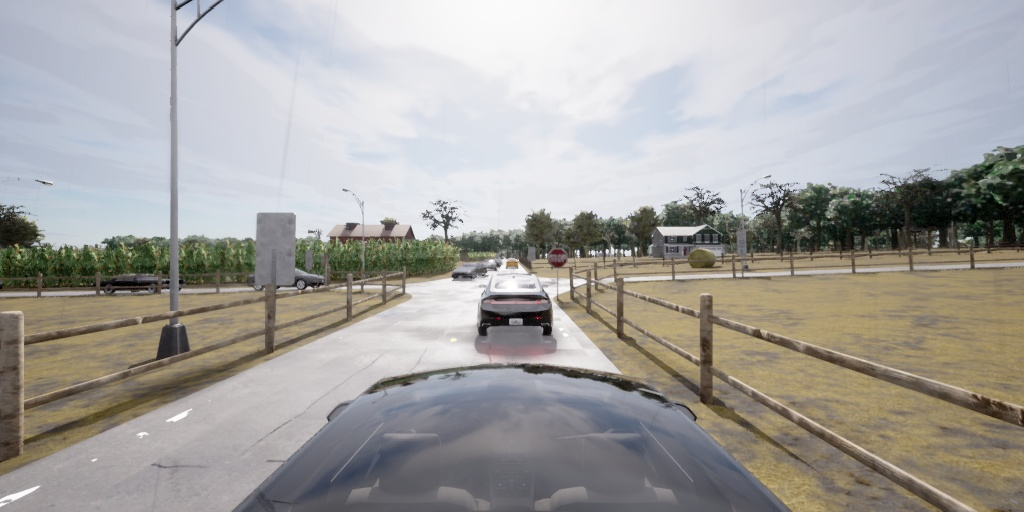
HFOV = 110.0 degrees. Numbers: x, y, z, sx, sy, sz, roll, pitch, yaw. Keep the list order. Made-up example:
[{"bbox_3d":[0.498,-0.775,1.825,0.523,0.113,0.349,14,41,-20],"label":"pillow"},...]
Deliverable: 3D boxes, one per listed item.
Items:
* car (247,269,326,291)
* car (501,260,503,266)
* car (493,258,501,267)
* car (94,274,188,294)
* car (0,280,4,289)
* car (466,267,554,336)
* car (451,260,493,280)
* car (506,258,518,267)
[{"bbox_3d":[-15.340,1.565,24.518,4.892,1.490,1.837,-1,-2,1],"label":"car"},{"bbox_3d":[-2.877,1.307,60.272,1.895,1.301,4.718,0,0,0],"label":"car"},{"bbox_3d":[-2.907,1.214,46.712,2.128,1.511,4.902,0,0,0],"label":"car"},{"bbox_3d":[-25.251,1.874,24.538,4.718,1.301,1.895,-1,-2,0],"label":"car"},{"bbox_3d":[-38.646,1.755,24.541,5.566,2.045,2.150,-1,-2,0],"label":"car"},{"bbox_3d":[0.057,1.245,10.380,2.128,1.511,4.902,0,0,-1],"label":"car"},{"bbox_3d":[-3.736,1.321,33.011,2.033,1.411,5.357,0,2,14],"label":"car"},{"bbox_3d":[0.016,1.184,59.610,1.882,1.535,5.008,0,0,0],"label":"car"}]
